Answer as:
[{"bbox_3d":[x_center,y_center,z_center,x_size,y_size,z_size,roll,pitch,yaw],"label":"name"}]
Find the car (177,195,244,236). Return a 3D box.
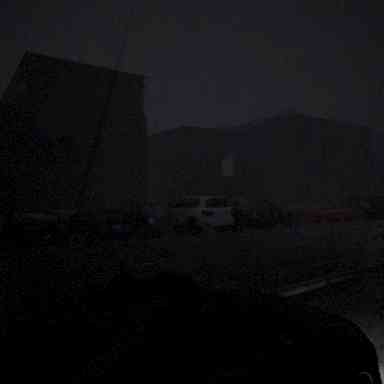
[{"bbox_3d":[-0.002,1.231,18.967,2.435,2.045,5.566,0,0,-36],"label":"car"}]

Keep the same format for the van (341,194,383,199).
[{"bbox_3d":[15.778,1.280,30.090,1.878,1.987,4.442,0,0,-36],"label":"van"}]

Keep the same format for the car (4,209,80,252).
[{"bbox_3d":[-6.701,1.480,14.126,2.097,1.535,5.008,0,0,-36],"label":"car"}]

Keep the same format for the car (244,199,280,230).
[{"bbox_3d":[2.273,1.236,20.526,2.435,2.045,5.566,0,0,-36],"label":"car"}]

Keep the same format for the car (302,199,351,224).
[{"bbox_3d":[8.874,1.499,25.517,1.946,1.575,5.366,0,0,-36],"label":"car"}]

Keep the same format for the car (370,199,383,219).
[{"bbox_3d":[13.469,1.546,28.577,2.002,1.452,4.674,0,0,-36],"label":"car"}]

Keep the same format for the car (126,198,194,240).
[{"bbox_3d":[-2.243,1.351,17.364,2.185,1.767,4.553,0,0,-36],"label":"car"}]

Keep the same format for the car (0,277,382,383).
[{"bbox_3d":[-0.079,1.557,3.076,4.181,1.385,1.994,0,0,-35],"label":"car"}]

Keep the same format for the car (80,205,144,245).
[{"bbox_3d":[-4.484,1.507,15.757,2.163,1.488,4.792,0,0,-36],"label":"car"}]

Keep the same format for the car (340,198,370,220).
[{"bbox_3d":[11.118,1.502,27.124,1.946,1.575,5.366,0,0,-36],"label":"car"}]

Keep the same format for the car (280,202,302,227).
[{"bbox_3d":[4.516,1.368,22.129,2.185,1.767,4.553,0,0,-36],"label":"car"}]
